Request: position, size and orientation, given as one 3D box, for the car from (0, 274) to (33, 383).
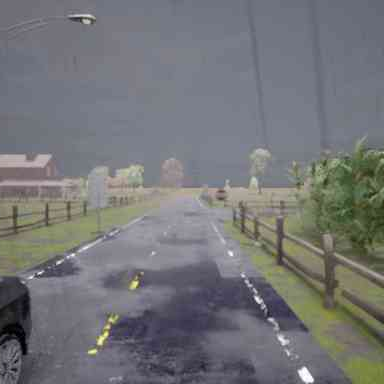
[{"bbox_3d":[-2.846,1.480,2.096,2.128,1.511,4.902,0,0,0],"label":"car"}]
